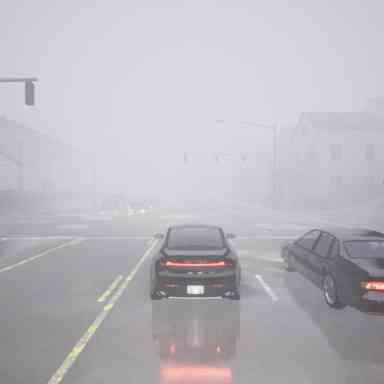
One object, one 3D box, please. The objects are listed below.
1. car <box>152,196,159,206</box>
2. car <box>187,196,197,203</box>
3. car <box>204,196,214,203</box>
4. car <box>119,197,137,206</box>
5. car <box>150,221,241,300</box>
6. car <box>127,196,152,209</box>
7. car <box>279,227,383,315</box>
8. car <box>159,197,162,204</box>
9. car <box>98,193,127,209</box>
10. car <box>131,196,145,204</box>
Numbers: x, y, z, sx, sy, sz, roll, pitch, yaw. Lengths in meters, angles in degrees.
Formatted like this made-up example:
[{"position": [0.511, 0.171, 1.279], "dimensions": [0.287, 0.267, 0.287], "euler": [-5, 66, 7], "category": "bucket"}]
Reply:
[{"position": [-7.085, 1.505, 54.619], "dimensions": [1.837, 1.490, 4.892], "euler": [0, 0, 0], "category": "car"}, {"position": [0.007, 1.547, 69.151], "dimensions": [2.033, 1.411, 5.357], "euler": [0, 0, 0], "category": "car"}, {"position": [3.505, 1.545, 69.150], "dimensions": [2.033, 1.411, 5.357], "euler": [0, 0, 0], "category": "car"}, {"position": [-10.582, 1.547, 55.196], "dimensions": [2.033, 1.411, 5.357], "euler": [0, 0, 0], "category": "car"}, {"position": [0.076, 1.505, 8.384], "dimensions": [1.837, 1.490, 4.892], "euler": [0, 0, 0], "category": "car"}, {"position": [-7.094, 1.477, 45.164], "dimensions": [1.882, 1.535, 5.008], "euler": [0, 0, 0], "category": "car"}, {"position": [3.576, 1.547, 7.808], "dimensions": [2.033, 1.411, 5.357], "euler": [0, 0, 0], "category": "car"}, {"position": [-7.032, 1.547, 65.030], "dimensions": [2.033, 1.411, 5.357], "euler": [0, 0, 1], "category": "car"}, {"position": [-10.596, 1.221, 44.950], "dimensions": [2.150, 2.045, 5.566], "euler": [0, 0, 0], "category": "car"}, {"position": [-10.527, 1.505, 65.388], "dimensions": [1.837, 1.490, 4.892], "euler": [0, 0, 0], "category": "car"}]
